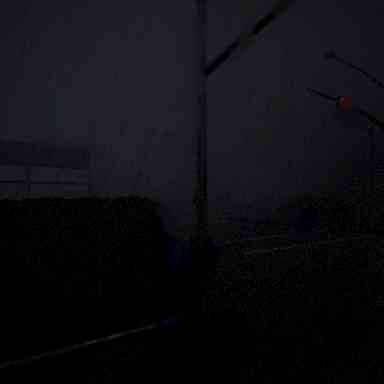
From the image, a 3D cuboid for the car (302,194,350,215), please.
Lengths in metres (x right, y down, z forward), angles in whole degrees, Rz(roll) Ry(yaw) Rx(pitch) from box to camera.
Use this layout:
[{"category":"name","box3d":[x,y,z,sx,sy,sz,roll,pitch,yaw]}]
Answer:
[{"category":"car","box3d":[12.442,1.223,30.176,4.514,1.523,2.007,0,0,-35]}]

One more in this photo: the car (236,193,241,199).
[{"category":"car","box3d":[10.002,1.007,78.117,3.806,1.475,1.970,0,0,-35]}]

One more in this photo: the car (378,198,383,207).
[{"category":"car","box3d":[25.995,1.188,43.279,3.806,1.475,1.970,0,0,-35]}]

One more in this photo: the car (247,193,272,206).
[{"category":"car","box3d":[10.118,1.170,46.824,3.633,1.501,1.845,0,0,-35]}]

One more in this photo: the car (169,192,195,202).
[{"category":"car","box3d":[-2.112,0.944,65.665,4.605,1.855,1.932,0,0,-35]}]

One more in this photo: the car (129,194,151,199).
[{"category":"car","box3d":[-13.967,1.179,88.952,5.357,1.411,2.033,0,0,-35]}]

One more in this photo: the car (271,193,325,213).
[{"category":"car","box3d":[10.604,1.214,32.718,5.027,1.636,2.152,0,0,-35]}]

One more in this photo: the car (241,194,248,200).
[{"category":"car","box3d":[13.940,0.927,73.039,5.027,1.636,2.152,0,0,-35]}]

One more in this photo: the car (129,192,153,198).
[{"category":"car","box3d":[-9.043,1.244,60.782,3.806,1.475,1.970,0,0,-35]}]

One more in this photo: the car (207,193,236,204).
[{"category":"car","box3d":[4.434,1.148,55.043,4.514,1.523,2.007,0,0,-35]}]
